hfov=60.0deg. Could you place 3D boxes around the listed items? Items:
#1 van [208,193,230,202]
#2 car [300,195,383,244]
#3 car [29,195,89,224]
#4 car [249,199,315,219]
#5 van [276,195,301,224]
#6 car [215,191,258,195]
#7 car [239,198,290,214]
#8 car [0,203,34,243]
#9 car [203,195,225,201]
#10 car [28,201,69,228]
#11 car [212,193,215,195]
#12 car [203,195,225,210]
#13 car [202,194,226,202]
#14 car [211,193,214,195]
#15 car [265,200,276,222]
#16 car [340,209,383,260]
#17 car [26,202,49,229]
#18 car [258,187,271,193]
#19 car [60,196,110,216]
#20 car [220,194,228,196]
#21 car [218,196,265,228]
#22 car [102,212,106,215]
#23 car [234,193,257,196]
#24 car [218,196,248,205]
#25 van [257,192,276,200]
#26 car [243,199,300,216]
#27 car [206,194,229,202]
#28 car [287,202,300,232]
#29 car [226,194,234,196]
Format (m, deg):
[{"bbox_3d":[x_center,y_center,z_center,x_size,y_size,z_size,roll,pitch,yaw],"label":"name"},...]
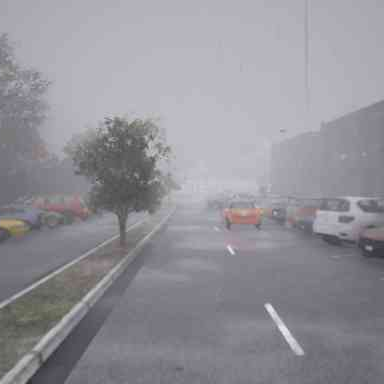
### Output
[{"bbox_3d":[5.791,1.168,71.241,4.442,1.987,1.878,1,0,-25],"label":"van"},{"bbox_3d":[7.775,1.216,14.019,5.566,2.045,2.435,1,0,-20],"label":"car"},{"bbox_3d":[-10.490,1.233,23.741,5.566,2.045,2.435,-1,0,-20],"label":"car"},{"bbox_3d":[7.889,1.450,29.127,5.366,1.575,1.946,1,0,-21],"label":"car"},{"bbox_3d":[7.640,1.233,19.974,4.442,1.987,1.878,1,0,-20],"label":"van"},{"bbox_3d":[7.076,1.166,53.191,5.566,2.045,2.435,1,0,-23],"label":"car"},{"bbox_3d":[7.643,1.444,35.088,4.892,1.521,2.231,1,0,-21],"label":"car"},{"bbox_3d":[-10.272,1.486,14.893,5.366,1.575,1.946,-1,0,-20],"label":"car"},{"bbox_3d":[5.232,1.419,80.288,4.792,1.488,2.163,1,0,-26],"label":"car"},{"bbox_3d":[-10.429,1.516,20.793,4.792,1.488,2.163,-1,0,-20],"label":"car"},{"bbox_3d":[6.577,1.446,62.255,4.674,1.452,2.002,1,0,-24],"label":"car"},{"bbox_3d":[2.807,1.459,42.641,1.837,1.490,4.892,0,0,-1],"label":"car"},{"bbox_3d":[5.179,1.382,77.228,5.366,1.575,1.946,1,0,-26],"label":"car"},{"bbox_3d":[6.360,1.442,65.271,4.674,1.452,2.002,1,0,-24],"label":"car"},{"bbox_3d":[7.767,1.487,23.044,4.792,1.488,2.163,1,0,-20],"label":"car"},{"bbox_3d":[7.752,1.470,11.000,5.008,1.535,2.097,1,0,-20],"label":"car"},{"bbox_3d":[-10.477,1.519,17.790,4.792,1.488,2.163,-1,0,-20],"label":"car"},{"bbox_3d":[19.858,0.087,92.485,2.002,1.452,4.674,-7,4,-30],"label":"car"},{"bbox_3d":[-10.505,1.351,32.673,4.553,1.767,2.185,-1,0,-21],"label":"car"},{"bbox_3d":[7.241,1.422,50.187,5.008,1.535,2.097,1,0,-23],"label":"car"},{"bbox_3d":[3.079,1.328,21.810,2.097,1.767,4.553,0,0,0],"label":"car"},{"bbox_3d":[-10.492,1.480,29.695,4.892,1.521,2.231,-1,0,-20],"label":"car"},{"bbox_3d":[7.582,1.313,38.107,4.553,1.767,2.185,1,0,-21],"label":"car"},{"bbox_3d":[6.937,1.454,56.228,4.674,1.452,2.002,1,0,-23],"label":"car"},{"bbox_3d":[7.626,1.227,25.999,4.442,1.987,1.878,1,0,-20],"label":"van"},{"bbox_3d":[7.702,1.447,32.070,5.008,1.535,2.097,1,0,-21],"label":"car"},{"bbox_3d":[5.659,1.265,74.313,4.553,1.767,2.185,1,0,-25],"label":"car"},{"bbox_3d":[7.749,1.464,17.011,5.008,1.535,2.097,1,0,-20],"label":"car"},{"bbox_3d":[7.450,1.430,44.153,5.008,1.535,2.097,1,0,-22],"label":"car"}]
